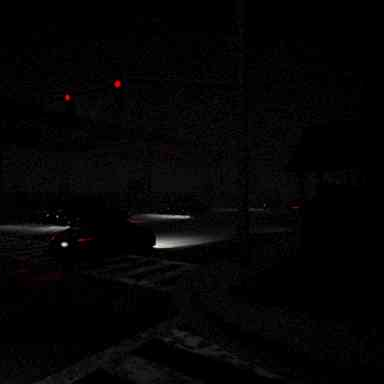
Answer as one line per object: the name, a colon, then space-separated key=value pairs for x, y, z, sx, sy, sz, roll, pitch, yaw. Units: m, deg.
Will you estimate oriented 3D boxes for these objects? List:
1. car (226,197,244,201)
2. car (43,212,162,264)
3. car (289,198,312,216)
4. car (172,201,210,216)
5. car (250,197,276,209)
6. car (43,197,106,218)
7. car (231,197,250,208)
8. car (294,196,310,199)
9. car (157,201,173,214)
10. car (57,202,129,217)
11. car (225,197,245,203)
car: x=11.213 y=1.815 z=86.769 sx=4.536 sy=1.218 sz=1.853 roll=0 pitch=0 yaw=-26
car: x=-3.141 y=1.665 z=12.455 sx=1.994 sy=1.385 sz=4.181 roll=-1 pitch=-1 yaw=28
car: x=11.627 y=1.667 z=33.774 sx=1.837 sy=1.490 sz=4.892 roll=-1 pitch=0 yaw=35
car: x=0.209 y=1.805 z=36.136 sx=1.994 sy=1.385 sz=4.181 roll=-1 pitch=0 yaw=35
car: x=11.288 y=1.634 z=51.704 sx=2.097 sy=1.767 sz=4.553 roll=-1 pitch=0 yaw=35
car: x=-9.674 y=1.464 z=28.197 sx=2.150 sy=2.045 sz=5.566 roll=-1 pitch=0 yaw=35
car: x=8.084 y=1.663 z=53.242 sx=2.097 sy=1.767 sz=4.553 roll=-1 pitch=0 yaw=35
car: x=14.523 y=1.567 z=44.049 sx=2.097 sy=1.767 sz=4.553 roll=-1 pitch=0 yaw=36
car: x=-2.081 y=1.799 z=38.960 sx=1.812 sy=1.442 sz=4.674 roll=-1 pitch=0 yaw=35
car: x=-7.173 y=1.759 z=25.657 sx=2.033 sy=1.411 sz=5.357 roll=-1 pitch=0 yaw=35
car: x=11.260 y=1.973 z=86.791 sx=4.974 sy=1.542 sz=2.038 roll=0 pitch=0 yaw=-26
